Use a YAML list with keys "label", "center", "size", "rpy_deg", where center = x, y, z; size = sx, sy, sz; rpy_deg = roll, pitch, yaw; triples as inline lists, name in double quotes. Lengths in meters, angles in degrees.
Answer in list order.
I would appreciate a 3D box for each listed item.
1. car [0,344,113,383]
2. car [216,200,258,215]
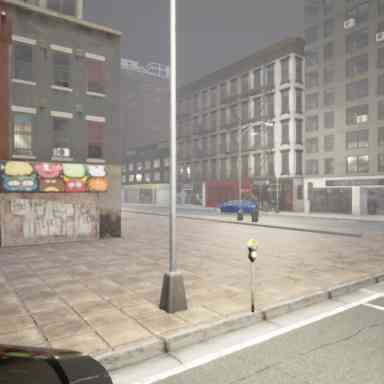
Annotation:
- label: "car"
  center: [-2.334, 1.566, 1.148]
  size: [4.313, 1.339, 1.947]
  rpy_deg: [0, 0, -36]
- label: "car"
  center: [4.462, 1.526, 33.753]
  size: [1.882, 1.535, 5.008]
  rpy_deg: [0, 0, -36]
